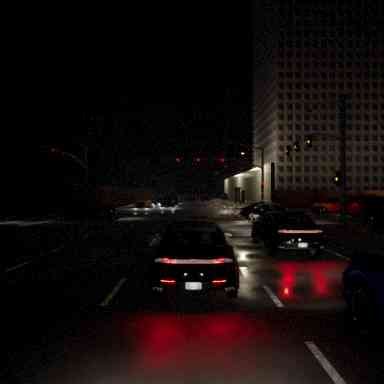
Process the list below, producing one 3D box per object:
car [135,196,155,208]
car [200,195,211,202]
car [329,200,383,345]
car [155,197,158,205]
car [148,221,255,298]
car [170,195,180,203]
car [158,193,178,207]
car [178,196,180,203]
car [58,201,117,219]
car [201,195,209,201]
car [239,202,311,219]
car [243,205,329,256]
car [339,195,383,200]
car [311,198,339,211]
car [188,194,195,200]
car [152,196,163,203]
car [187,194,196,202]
[{"bbox_3d":[-7.151,1.478,49.244,1.882,1.535,5.008,0,0,0],"label":"car"},{"bbox_3d":[3.404,1.524,78.788,1.812,1.442,4.674,0,0,0],"label":"car"},{"bbox_3d":[3.596,1.221,3.242,2.150,2.045,5.566,0,0,0],"label":"car"},{"bbox_3d":[-7.151,1.478,58.566,1.882,1.535,5.008,0,0,0],"label":"car"},{"bbox_3d":[0.046,1.492,8.470,2.128,1.511,4.902,0,0,0],"label":"car"},{"bbox_3d":[-3.587,1.478,71.097,1.882,1.535,5.008,0,0,0],"label":"car"},{"bbox_3d":[-3.649,1.352,51.359,2.097,1.767,4.553,0,0,0],"label":"car"},{"bbox_3d":[-3.637,1.221,60.948,2.150,2.045,5.566,0,0,0],"label":"car"},{"bbox_3d":[-8.879,1.530,28.445,4.892,1.490,1.837,0,0,0],"label":"car"},{"bbox_3d":[3.391,1.500,89.093,1.837,1.490,4.892,0,0,0],"label":"car"},{"bbox_3d":[6.008,1.541,24.995,4.892,1.490,1.837,0,0,0],"label":"car"},{"bbox_3d":[3.565,1.492,13.088,2.128,1.511,4.902,0,0,0],"label":"car"},{"bbox_3d":[16.051,1.276,28.531,5.566,2.045,2.150,0,0,0],"label":"car"},{"bbox_3d":[14.989,1.407,35.726,4.553,1.767,2.097,0,0,0],"label":"car"},{"bbox_3d":[-0.109,1.328,88.994,1.837,1.490,4.892,0,0,0],"label":"car"},{"bbox_3d":[-7.085,1.601,68.729,1.895,1.301,4.718,0,0,0],"label":"car"},{"bbox_3d":[-0.096,1.347,78.741,2.097,1.767,4.553,0,0,0],"label":"car"}]
